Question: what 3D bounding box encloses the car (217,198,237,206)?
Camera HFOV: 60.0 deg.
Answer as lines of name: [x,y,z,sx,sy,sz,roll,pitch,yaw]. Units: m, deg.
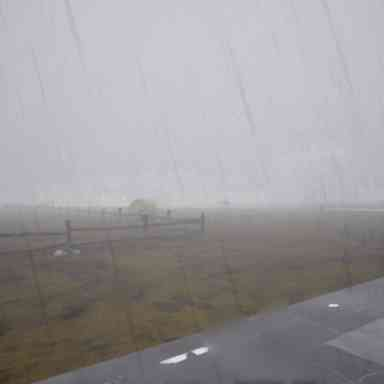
car: [7.234,2.078,68.435,2.128,1.511,4.902,0,-2,-36]
